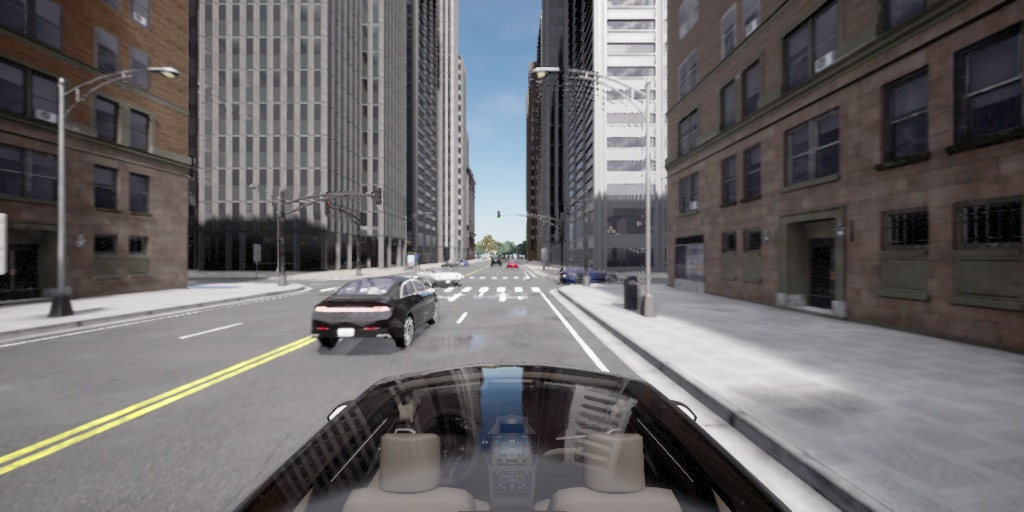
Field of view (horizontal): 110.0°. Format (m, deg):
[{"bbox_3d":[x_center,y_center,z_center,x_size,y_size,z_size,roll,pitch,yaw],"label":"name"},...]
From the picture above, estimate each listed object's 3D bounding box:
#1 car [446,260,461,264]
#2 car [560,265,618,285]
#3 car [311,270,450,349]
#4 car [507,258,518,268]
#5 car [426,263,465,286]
[{"bbox_3d":[-9.804,1.478,57.051,1.895,1.301,4.718,0,0,1],"label":"car"},{"bbox_3d":[5.658,1.382,26.275,4.181,1.385,1.994,0,-1,-20],"label":"car"},{"bbox_3d":[-3.152,1.260,9.224,2.128,1.511,4.902,0,0,0],"label":"car"},{"bbox_3d":[0.083,1.459,64.333,1.994,1.385,4.181,0,0,0],"label":"car"},{"bbox_3d":[-5.326,1.409,25.520,1.895,1.301,4.718,0,0,-30],"label":"car"}]
